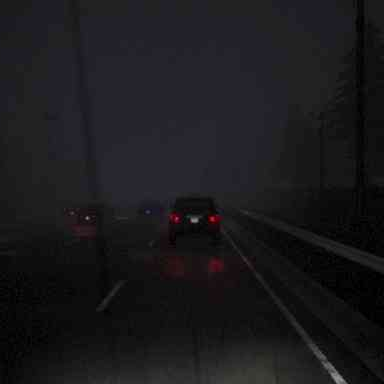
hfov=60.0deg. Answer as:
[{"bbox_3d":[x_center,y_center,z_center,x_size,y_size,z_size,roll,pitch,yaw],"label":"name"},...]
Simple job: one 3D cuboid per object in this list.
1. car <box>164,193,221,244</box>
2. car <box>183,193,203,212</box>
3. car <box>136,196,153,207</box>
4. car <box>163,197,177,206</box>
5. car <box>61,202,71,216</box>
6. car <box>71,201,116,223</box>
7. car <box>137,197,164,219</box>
[{"bbox_3d":[0.102,1.187,15.619,2.150,2.045,5.566,0,0,0],"label":"car"},{"bbox_3d":[0.105,1.131,39.175,2.150,2.045,5.566,0,0,0],"label":"car"},{"bbox_3d":[-6.898,1.412,48.436,1.812,1.442,4.674,0,0,0],"label":"car"},{"bbox_3d":[-3.393,1.441,52.654,1.994,1.385,4.181,0,0,0],"label":"car"},{"bbox_3d":[-10.396,1.528,31.070,1.895,1.301,4.718,0,0,0],"label":"car"},{"bbox_3d":[-6.955,1.449,24.600,1.837,1.490,4.892,0,1,1],"label":"car"},{"bbox_3d":[-3.396,1.411,28.209,1.882,1.535,5.008,0,0,0],"label":"car"}]
